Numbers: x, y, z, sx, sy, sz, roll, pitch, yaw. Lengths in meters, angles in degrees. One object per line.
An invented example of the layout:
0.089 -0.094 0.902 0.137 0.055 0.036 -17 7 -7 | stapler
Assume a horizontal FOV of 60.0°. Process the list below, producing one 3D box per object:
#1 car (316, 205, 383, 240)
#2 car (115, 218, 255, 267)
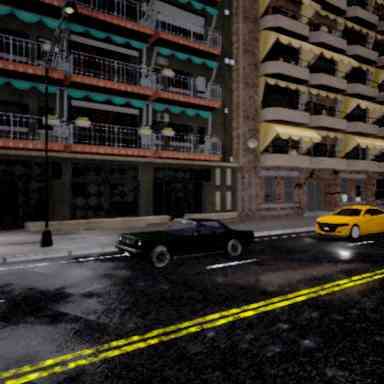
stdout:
8.471 1.458 17.152 5.008 1.535 1.882 0 0 -33 | car
-0.150 1.587 11.431 4.718 1.301 1.895 0 0 -34 | car
